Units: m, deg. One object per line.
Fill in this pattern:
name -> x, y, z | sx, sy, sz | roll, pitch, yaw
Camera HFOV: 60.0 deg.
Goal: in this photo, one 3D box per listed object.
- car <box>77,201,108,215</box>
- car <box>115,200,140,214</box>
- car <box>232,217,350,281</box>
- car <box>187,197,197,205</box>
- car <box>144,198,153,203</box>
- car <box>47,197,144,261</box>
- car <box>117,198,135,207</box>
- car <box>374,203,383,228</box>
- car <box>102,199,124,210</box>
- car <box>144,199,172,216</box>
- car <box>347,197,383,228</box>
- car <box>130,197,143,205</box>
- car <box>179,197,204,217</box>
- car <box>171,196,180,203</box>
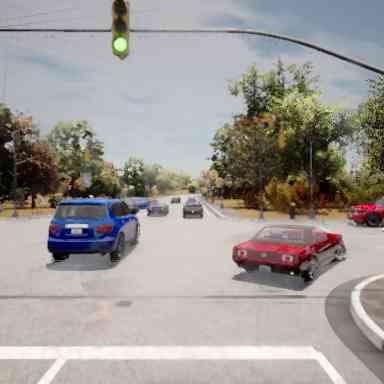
car -> -10.592, 1.689, 35.634 | 1.895, 1.301, 4.718 | 0, 0, 0
car -> -7.087, 1.617, 37.001 | 1.812, 1.442, 4.674 | 0, 0, 0
car -> 3.156, 1.626, 10.080 | 1.895, 1.301, 4.718 | 0, 0, 37
car -> -0.009, 1.709, 65.955 | 2.033, 1.411, 5.357 | 0, 0, 0
car -> -7.039, 1.592, 46.331 | 1.882, 1.535, 5.008 | 0, 0, 1
car -> -3.403, 1.254, 12.478 | 2.150, 2.045, 5.566 | 0, 0, 0
car -> -10.507, 1.695, 53.392 | 1.994, 1.385, 4.181 | 0, 0, 0
car -> 13.393, 1.551, 18.734 | 4.892, 1.490, 1.837 | 0, 0, 3
car -> -10.552, 1.636, 44.668 | 1.812, 1.442, 4.674 | 0, 0, 0
car -> -3.405, 1.685, 34.190 | 1.895, 1.301, 4.718 | 0, 0, 0
car -> 13.440, 1.276, 22.252 | 5.566, 2.045, 2.150 | 0, 0, 4
car -> -10.509, 1.682, 63.421 | 1.812, 1.442, 4.674 | 0, 0, 0
car -> 0.095, 1.571, 32.182 | 2.128, 1.511, 4.902 | 0, 0, 0
car -> -3.510, 1.703, 72.504 | 2.128, 1.511, 4.902 | 0, 0, 0
